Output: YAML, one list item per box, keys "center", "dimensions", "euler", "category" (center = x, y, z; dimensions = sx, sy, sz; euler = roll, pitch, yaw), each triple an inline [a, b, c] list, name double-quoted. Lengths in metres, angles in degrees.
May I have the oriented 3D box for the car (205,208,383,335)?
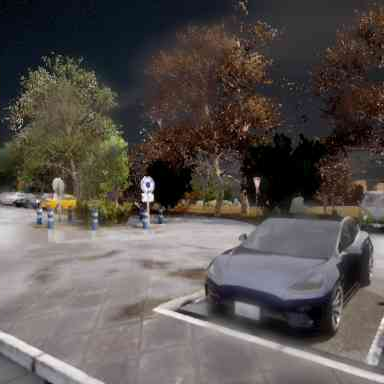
- center: [2.152, 1.182, 6.369]
  dimensions: [2.163, 1.488, 4.792]
  euler: [2, 1, 36]
  category: "car"

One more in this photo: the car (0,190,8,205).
- center: [-18.913, 0.831, 37.534]
  dimensions: [2.002, 1.452, 4.674]
  euler: [2, 1, 36]
  category: "car"

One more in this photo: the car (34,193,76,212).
- center: [-12.291, 1.055, 32.724]
  dimensions: [2.097, 1.535, 5.008]
  euler: [2, 1, 36]
  category: "car"

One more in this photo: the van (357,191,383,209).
- center: [9.726, 0.921, 16.913]
  dimensions: [1.878, 1.987, 4.442]
  euler: [2, 2, 36]
  category: "van"

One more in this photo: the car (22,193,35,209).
- center: [-14.508, 0.840, 34.378]
  dimensions: [2.185, 1.767, 4.553]
  euler: [2, 1, 36]
  category: "car"

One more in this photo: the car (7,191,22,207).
- center: [-16.687, 0.910, 35.886]
  dimensions: [2.163, 1.488, 4.792]
  euler: [2, 1, 36]
  category: "car"
